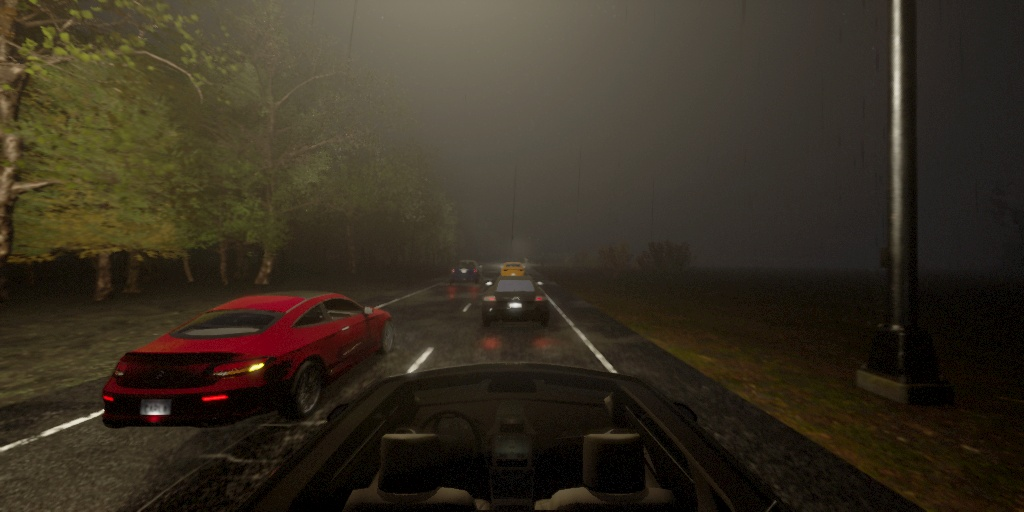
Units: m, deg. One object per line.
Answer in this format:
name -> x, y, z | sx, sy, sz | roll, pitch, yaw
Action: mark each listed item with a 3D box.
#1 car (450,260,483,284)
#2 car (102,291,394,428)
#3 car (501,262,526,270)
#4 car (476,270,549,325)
car -> -3.404, 1.120, 27.556 | 2.097, 1.767, 4.553 | 0, 0, 0
car -> -3.401, 1.279, 5.724 | 1.812, 1.442, 4.674 | 0, 0, 0
car -> 0.094, 1.247, 29.505 | 1.882, 1.535, 5.008 | 0, 0, 0
car -> 0.098, 1.322, 11.807 | 1.994, 1.385, 4.181 | 0, 0, 0
